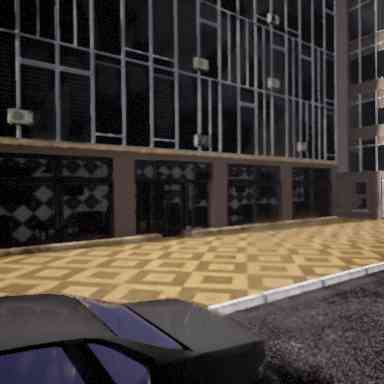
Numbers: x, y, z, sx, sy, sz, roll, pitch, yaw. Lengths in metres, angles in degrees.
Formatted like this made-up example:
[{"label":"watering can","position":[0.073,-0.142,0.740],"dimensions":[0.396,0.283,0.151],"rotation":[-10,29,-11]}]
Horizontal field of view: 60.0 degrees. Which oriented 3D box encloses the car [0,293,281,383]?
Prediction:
[{"label":"car","position":[-1.783,1.548,2.093],"dimensions":[5.357,1.411,2.033],"rotation":[0,0,-35]}]
